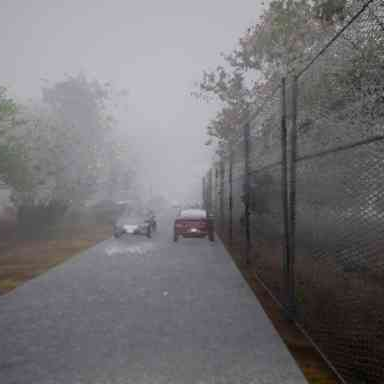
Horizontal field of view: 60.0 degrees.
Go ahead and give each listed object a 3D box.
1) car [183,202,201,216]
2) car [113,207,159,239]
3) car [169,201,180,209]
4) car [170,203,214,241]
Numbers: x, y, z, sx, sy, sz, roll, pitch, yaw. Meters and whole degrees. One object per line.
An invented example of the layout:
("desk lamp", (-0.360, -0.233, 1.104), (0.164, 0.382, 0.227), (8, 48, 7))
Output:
("car", (-0.021, 1.901, 37.586), (1.994, 1.385, 4.181), (0, -1, 0))
("car", (-2.882, 1.564, 17.885), (2.128, 1.511, 4.902), (0, 0, 0))
("car", (-2.874, 2.305, 58.539), (1.882, 1.535, 5.008), (0, -2, 2))
("car", (0.069, 1.544, 17.120), (1.882, 1.535, 5.008), (0, 0, 0))
